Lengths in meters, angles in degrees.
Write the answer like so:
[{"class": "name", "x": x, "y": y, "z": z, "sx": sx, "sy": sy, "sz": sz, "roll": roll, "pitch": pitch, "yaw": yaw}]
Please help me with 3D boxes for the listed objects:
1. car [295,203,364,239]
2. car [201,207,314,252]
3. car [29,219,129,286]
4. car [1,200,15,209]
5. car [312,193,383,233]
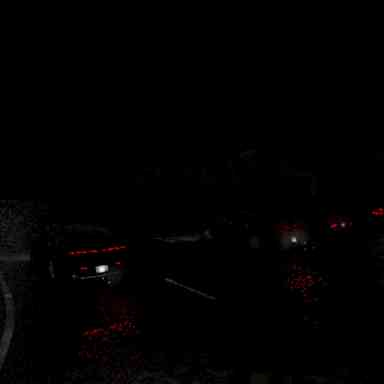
[{"class": "car", "x": 4.971, "y": 1.456, "z": 16.068, "sx": 2.033, "sy": 1.411, "sz": 5.357, "roll": -1, "pitch": 0, "yaw": -34}, {"class": "car", "x": 2.285, "y": 1.464, "z": 13.795, "sx": 1.837, "sy": 1.490, "sz": 4.892, "roll": -1, "pitch": 0, "yaw": -34}, {"class": "car", "x": -3.468, "y": 1.571, "z": 9.807, "sx": 1.837, "sy": 1.490, "sz": 4.892, "roll": -1, "pitch": 0, "yaw": -34}, {"class": "car", "x": -32.035, "y": 2.081, "z": 57.882, "sx": 1.882, "sy": 1.535, "sz": 5.008, "roll": -1, "pitch": 0, "yaw": -35}, {"class": "car", "x": 7.916, "y": 1.077, "z": 17.952, "sx": 2.150, "sy": 2.045, "sz": 5.566, "roll": -1, "pitch": 0, "yaw": -34}]
